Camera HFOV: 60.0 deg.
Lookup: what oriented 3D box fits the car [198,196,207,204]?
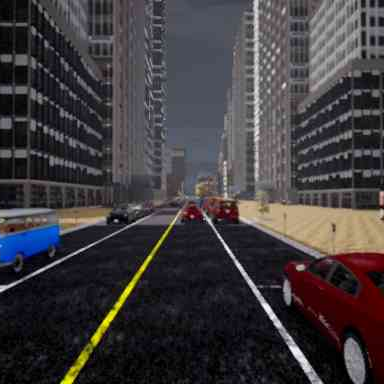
[{"bbox_3d":[2.579,2.050,82.691,2.192,1.841,5.009,0,-1,0],"label":"car"}]

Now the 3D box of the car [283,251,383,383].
[{"bbox_3d":[2.713,1.591,5.144,1.887,1.381,4.507,0,-1,0],"label":"car"}]

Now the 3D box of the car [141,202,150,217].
[{"bbox_3d":[-5.731,1.851,32.823,2.008,1.369,4.403,0,-1,0],"label":"car"}]

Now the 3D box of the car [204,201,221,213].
[{"bbox_3d":[2.634,1.959,43.915,1.947,1.339,4.313,0,-1,0],"label":"car"}]

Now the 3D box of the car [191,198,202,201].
[{"bbox_3d":[0.008,1.907,44.604,1.837,1.490,4.892,0,0,0],"label":"car"}]

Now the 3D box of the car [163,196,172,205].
[{"bbox_3d":[-5.794,2.274,77.137,1.802,1.307,4.206,0,-1,0],"label":"car"}]

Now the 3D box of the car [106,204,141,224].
[{"bbox_3d":[-5.723,1.817,27.285,1.947,1.339,4.313,0,-1,0],"label":"car"}]

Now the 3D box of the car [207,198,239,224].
[{"bbox_3d":[2.658,1.560,27.299,2.192,1.841,5.009,0,-1,0],"label":"car"}]

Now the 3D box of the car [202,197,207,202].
[{"bbox_3d":[2.642,1.659,38.378,2.192,1.841,5.009,0,-1,0],"label":"car"}]

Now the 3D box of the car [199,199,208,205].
[{"bbox_3d":[2.586,2.252,77.149,1.947,1.339,4.313,0,-1,0],"label":"car"}]

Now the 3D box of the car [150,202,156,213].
[{"bbox_3d":[-5.746,1.980,43.902,1.802,1.307,4.206,0,-1,0],"label":"car"}]

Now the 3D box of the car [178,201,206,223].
[{"bbox_3d":[0.022,1.780,28.185,1.812,1.442,4.674,0,0,0],"label":"car"}]

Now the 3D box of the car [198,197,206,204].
[{"bbox_3d":[2.570,2.223,88.228,1.967,1.590,4.097,0,-1,0],"label":"car"}]

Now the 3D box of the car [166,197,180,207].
[{"bbox_3d":[-3.116,2.153,61.270,1.895,1.301,4.718,0,-1,1],"label":"car"}]

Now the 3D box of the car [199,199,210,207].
[{"bbox_3d":[2.274,2.035,62.474,1.882,1.535,5.008,0,-1,0],"label":"car"}]

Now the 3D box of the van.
[{"bbox_3d":[-5.698,1.443,10.670,1.690,1.788,3.998,0,-1,0],"label":"van"}]
